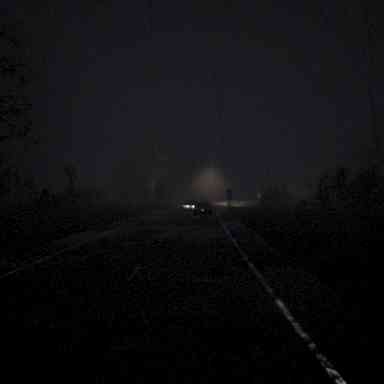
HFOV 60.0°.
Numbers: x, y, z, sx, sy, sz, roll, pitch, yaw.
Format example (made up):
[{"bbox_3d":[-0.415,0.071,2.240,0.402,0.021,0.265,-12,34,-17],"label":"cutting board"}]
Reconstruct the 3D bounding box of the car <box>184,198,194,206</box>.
[{"bbox_3d":[-0.257,1.887,62.738,1.994,1.385,4.181,0,0,6],"label":"car"}]

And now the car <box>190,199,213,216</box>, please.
[{"bbox_3d":[1.169,1.750,34.736,1.994,1.385,4.181,0,0,4],"label":"car"}]

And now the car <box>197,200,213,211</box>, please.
[{"bbox_3d":[1.834,1.807,46.147,1.994,1.385,4.181,0,0,5],"label":"car"}]
